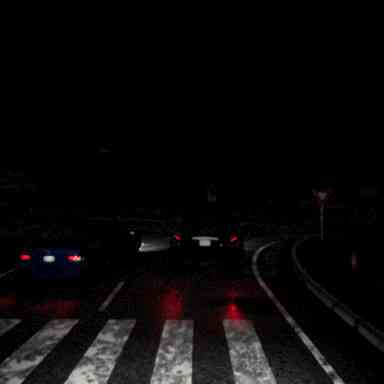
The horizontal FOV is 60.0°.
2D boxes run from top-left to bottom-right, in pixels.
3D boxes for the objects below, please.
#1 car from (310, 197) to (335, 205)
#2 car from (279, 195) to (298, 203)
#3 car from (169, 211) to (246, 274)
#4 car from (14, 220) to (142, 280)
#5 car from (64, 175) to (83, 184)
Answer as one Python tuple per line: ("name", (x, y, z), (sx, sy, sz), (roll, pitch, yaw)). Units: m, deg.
("car", (20.576, 1.227, 52.675), (1.812, 1.442, 4.674), (0, 1, -15))
("car", (15.975, 1.186, 56.360), (1.994, 1.385, 4.181), (-1, 1, -24))
("car", (0.667, 1.386, 11.006), (2.097, 1.767, 4.553), (0, 0, 9))
("car", (-3.023, 1.574, 10.118), (2.033, 1.411, 5.357), (0, 0, 6))
("car", (-31.176, -2.955, 89.963), (2.231, 1.521, 4.892), (7, 5, 28))
